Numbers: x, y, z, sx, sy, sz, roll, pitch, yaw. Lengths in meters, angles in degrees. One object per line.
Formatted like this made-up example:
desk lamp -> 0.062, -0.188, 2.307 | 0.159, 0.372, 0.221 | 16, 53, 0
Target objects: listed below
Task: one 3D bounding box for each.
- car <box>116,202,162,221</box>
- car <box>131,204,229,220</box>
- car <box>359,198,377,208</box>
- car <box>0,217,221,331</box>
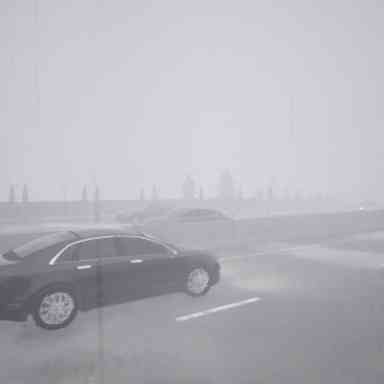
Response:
car -> -2.871, 1.478, 23.452 | 5.008, 1.535, 1.882 | 0, 0, -36
car -> -0.293, 1.505, 16.692 | 4.892, 1.490, 1.837 | 0, 0, -36
car -> 27.227, 1.665, 51.332 | 2.033, 1.411, 5.357 | 0, 0, 36
car -> -1.581, 1.505, 6.918 | 4.892, 1.490, 1.837 | 0, 0, -35
